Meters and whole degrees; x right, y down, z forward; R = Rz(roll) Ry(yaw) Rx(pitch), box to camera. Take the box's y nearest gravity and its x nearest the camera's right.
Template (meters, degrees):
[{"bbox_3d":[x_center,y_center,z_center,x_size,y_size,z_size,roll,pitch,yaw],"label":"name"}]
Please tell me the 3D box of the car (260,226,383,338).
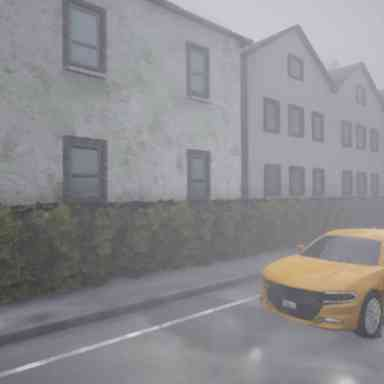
[{"bbox_3d":[3.489,1.526,6.915,5.008,1.535,1.882,0,-1,-39],"label":"car"}]
